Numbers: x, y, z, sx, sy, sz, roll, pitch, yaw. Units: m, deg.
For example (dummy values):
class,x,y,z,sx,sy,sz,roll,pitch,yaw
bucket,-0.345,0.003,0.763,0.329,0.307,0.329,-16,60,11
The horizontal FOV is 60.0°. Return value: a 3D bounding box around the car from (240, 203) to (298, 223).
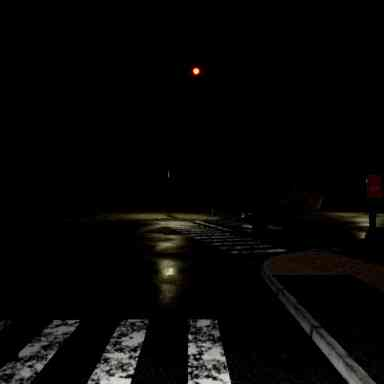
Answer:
class,x,y,z,sx,sy,sz,roll,pitch,yaw
car,6.096,1.619,26.212,4.674,1.442,1.812,1,0,-19
